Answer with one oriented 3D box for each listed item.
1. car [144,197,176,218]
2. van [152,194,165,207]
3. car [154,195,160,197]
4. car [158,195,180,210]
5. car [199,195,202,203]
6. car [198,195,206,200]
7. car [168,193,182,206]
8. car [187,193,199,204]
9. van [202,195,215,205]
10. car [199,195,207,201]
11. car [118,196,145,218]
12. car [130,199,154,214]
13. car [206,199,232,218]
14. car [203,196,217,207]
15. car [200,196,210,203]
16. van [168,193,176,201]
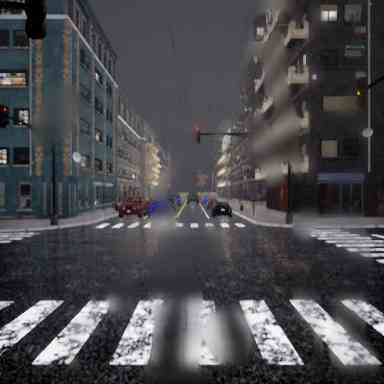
[{"bbox_3d":[-2.806,1.461,30.127,1.882,1.535,5.008,0,0,0],"label":"car"},{"bbox_3d":[-5.234,1.305,52.396,1.690,1.788,3.998,0,0,0],"label":"van"},{"bbox_3d":[-5.242,1.514,46.844,1.887,1.381,4.507,0,0,0],"label":"car"},{"bbox_3d":[-2.785,1.480,40.497,1.837,1.490,4.892,0,0,0],"label":"car"},{"bbox_3d":[2.655,1.398,57.936,1.967,1.590,4.097,0,0,0],"label":"car"},{"bbox_3d":[2.705,1.462,91.249,1.887,1.381,4.507,0,0,0],"label":"car"},{"bbox_3d":[-2.759,1.184,51.080,2.150,2.045,5.566,0,0,1],"label":"car"},{"bbox_3d":[0.194,1.174,63.503,2.150,2.045,5.566,0,0,0],"label":"car"},{"bbox_3d":[2.638,1.310,46.833,1.690,1.788,3.998,0,0,0],"label":"van"},{"bbox_3d":[2.697,1.470,85.697,1.887,1.381,4.507,0,0,0],"label":"car"},{"bbox_3d":[-5.268,1.299,30.188,2.192,1.841,5.009,0,0,0],"label":"car"},{"bbox_3d":[-5.260,1.524,35.740,1.887,1.381,4.507,0,0,0],"label":"car"},{"bbox_3d":[2.612,1.549,30.177,1.947,1.339,4.313,0,0,0],"label":"car"},{"bbox_3d":[2.629,1.556,41.281,1.802,1.307,4.206,0,0,0],"label":"car"},{"bbox_3d":[2.672,1.497,69.041,2.008,1.369,4.403,0,0,0],"label":"car"},{"bbox_3d":[-5.183,1.266,85.708,1.690,1.788,3.998,0,0,0],"label":"van"}]
